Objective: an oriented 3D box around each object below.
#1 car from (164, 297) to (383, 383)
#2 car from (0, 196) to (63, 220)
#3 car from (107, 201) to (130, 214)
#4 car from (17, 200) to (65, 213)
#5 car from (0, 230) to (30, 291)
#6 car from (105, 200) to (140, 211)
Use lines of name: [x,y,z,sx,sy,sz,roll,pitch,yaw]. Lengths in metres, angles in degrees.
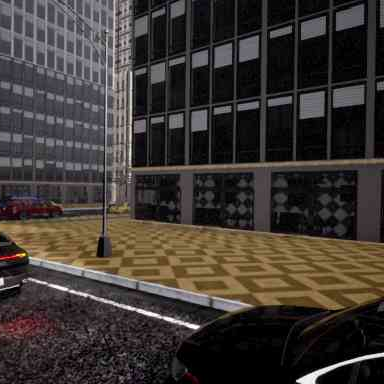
car: [1.994,1.505,2.252,4.892,1.490,1.837,0,0,36]
car: [-14.153,1.519,29.660,2.192,1.841,5.009,1,0,37]
car: [-7.322,1.830,38.847,1.752,1.417,4.829,1,0,37]
car: [-17.617,1.643,39.048,1.752,1.417,4.829,1,0,37]
car: [-5.722,1.500,7.796,4.892,1.490,1.837,0,0,36]
car: [-9.478,1.849,45.636,1.895,1.301,4.718,1,0,37]
